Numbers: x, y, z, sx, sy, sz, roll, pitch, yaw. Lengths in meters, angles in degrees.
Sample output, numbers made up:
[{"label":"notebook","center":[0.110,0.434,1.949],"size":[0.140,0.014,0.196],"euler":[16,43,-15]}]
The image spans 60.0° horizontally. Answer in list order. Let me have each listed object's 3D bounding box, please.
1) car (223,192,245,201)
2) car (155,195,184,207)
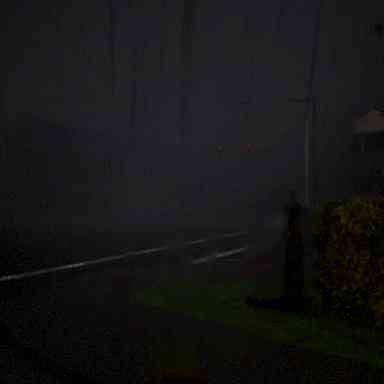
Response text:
[{"label":"car","center":[7.590,0.751,59.323],"size":[2.033,1.411,5.357],"euler":[0,1,36]},{"label":"car","center":[-2.911,1.198,44.418],"size":[1.812,1.442,4.674],"euler":[0,1,35]}]
